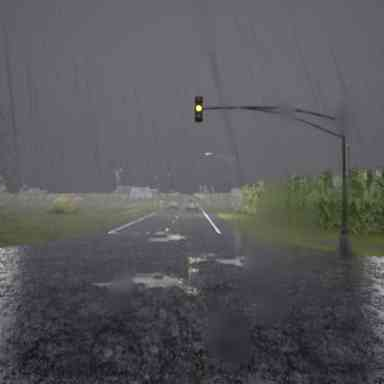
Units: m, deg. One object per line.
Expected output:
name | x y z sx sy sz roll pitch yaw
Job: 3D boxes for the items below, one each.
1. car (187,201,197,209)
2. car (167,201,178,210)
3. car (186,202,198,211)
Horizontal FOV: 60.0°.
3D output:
car | 0.021 2.606 66.923 1.994 1.385 4.181 0 -1 0
car | -3.480 2.458 61.099 1.837 1.490 4.892 0 -1 0
car | 0.018 2.465 56.874 1.994 1.385 4.181 0 -1 0
